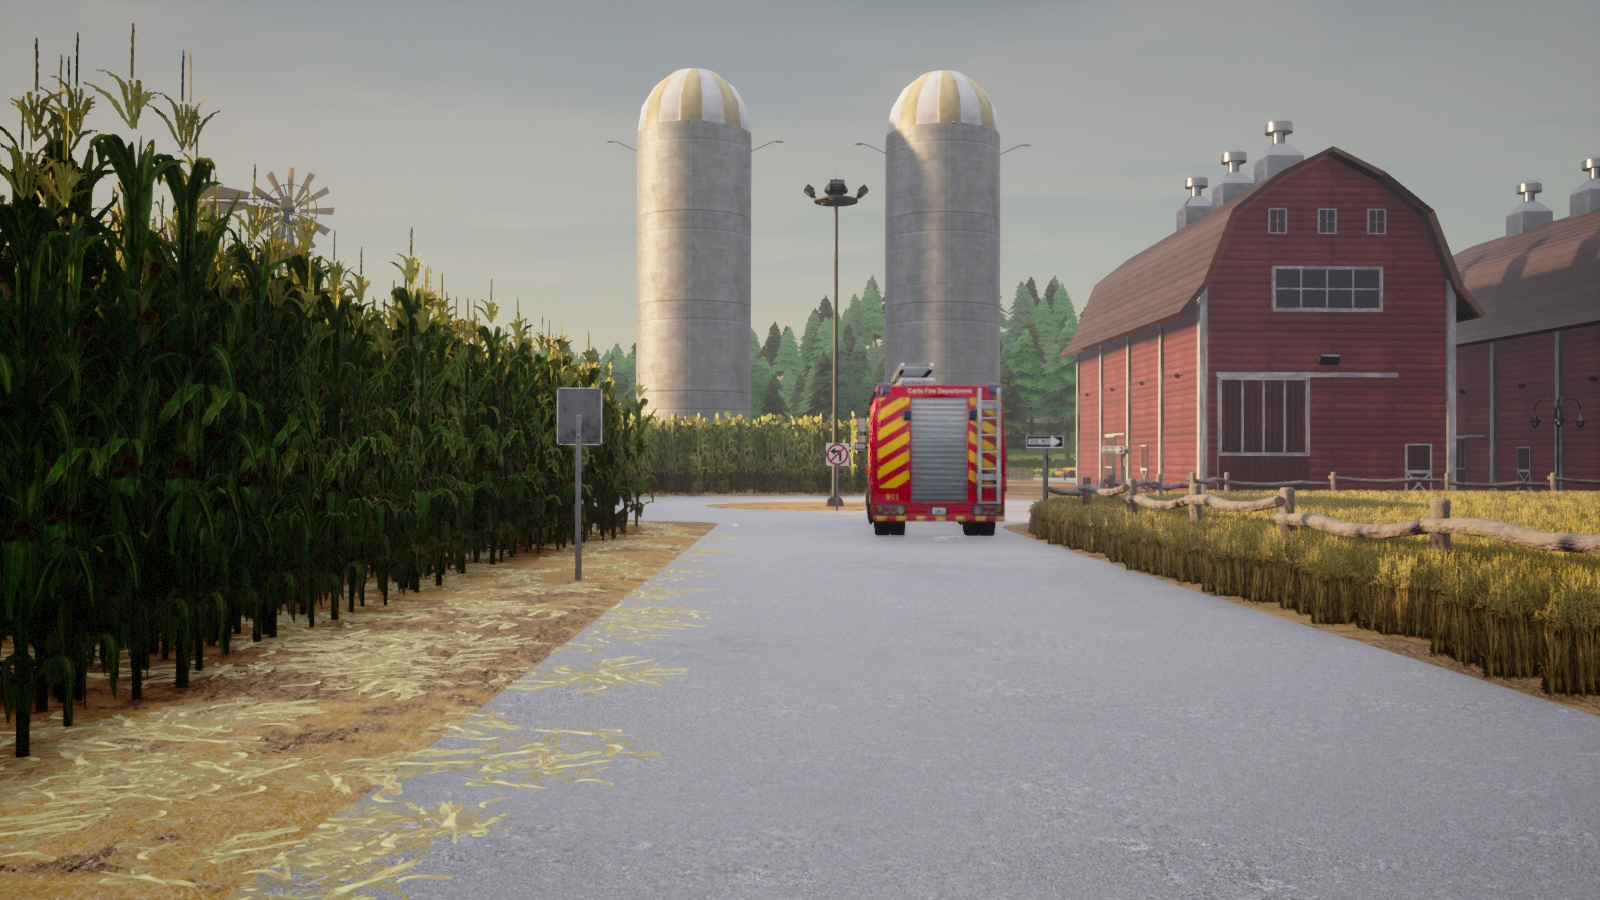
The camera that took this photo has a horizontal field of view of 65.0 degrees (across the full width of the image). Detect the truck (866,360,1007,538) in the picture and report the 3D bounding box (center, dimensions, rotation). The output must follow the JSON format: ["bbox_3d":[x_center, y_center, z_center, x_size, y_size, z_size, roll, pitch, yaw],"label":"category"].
[{"bbox_3d":[3.159,0.022,31.363,2.891,3.827,8.468,0,0,2],"label":"truck"}]
